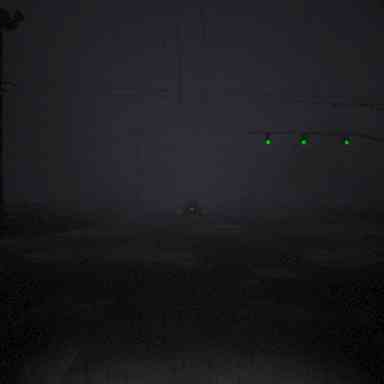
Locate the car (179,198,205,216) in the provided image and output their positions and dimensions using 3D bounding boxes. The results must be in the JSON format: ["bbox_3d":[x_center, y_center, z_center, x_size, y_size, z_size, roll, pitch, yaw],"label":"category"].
[{"bbox_3d":[-0.013,1.564,33.237,1.994,1.385,4.181,0,0,0],"label":"car"}]

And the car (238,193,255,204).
[{"bbox_3d":[10.477,1.221,62.962,2.150,2.045,5.566,0,0,0],"label":"car"}]

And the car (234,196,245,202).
[{"bbox_3d":[10.473,1.538,73.502,1.895,1.301,4.718,0,0,0],"label":"car"}]

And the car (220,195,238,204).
[{"bbox_3d":[6.977,1.352,63.253,2.097,1.767,4.553,0,0,0],"label":"car"}]

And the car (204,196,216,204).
[{"bbox_3d":[3.477,1.505,63.279,1.837,1.490,4.892,0,0,0],"label":"car"}]

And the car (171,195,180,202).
[{"bbox_3d":[-3.527,1.472,73.468,1.812,1.442,4.674,0,0,0],"label":"car"}]

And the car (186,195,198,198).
[{"bbox_3d":[-0.023,1.352,63.325,2.097,1.767,4.553,0,0,0],"label":"car"}]

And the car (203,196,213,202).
[{"bbox_3d":[3.473,1.541,73.500,1.895,1.301,4.718,0,0,0],"label":"car"}]

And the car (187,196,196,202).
[{"bbox_3d":[-0.027,1.544,73.499,1.895,1.301,4.718,0,0,0],"label":"car"}]

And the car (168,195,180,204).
[{"bbox_3d":[-3.523,1.505,63.345,1.837,1.490,4.892,0,0,0],"label":"car"}]
